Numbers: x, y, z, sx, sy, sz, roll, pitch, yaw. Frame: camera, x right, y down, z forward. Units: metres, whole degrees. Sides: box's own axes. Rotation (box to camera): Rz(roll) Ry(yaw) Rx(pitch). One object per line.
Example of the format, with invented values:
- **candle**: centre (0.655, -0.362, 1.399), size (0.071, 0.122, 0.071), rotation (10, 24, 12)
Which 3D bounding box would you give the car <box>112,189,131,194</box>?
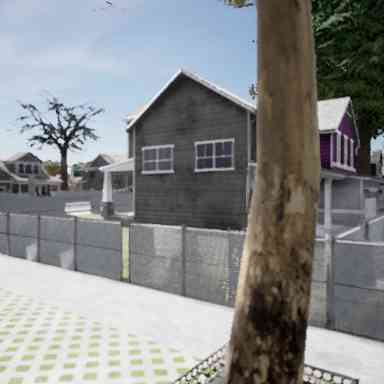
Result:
- **car**: centre (-9.158, 0.490, 40.311), size (2.097, 1.767, 4.553), rotation (0, 2, 35)
